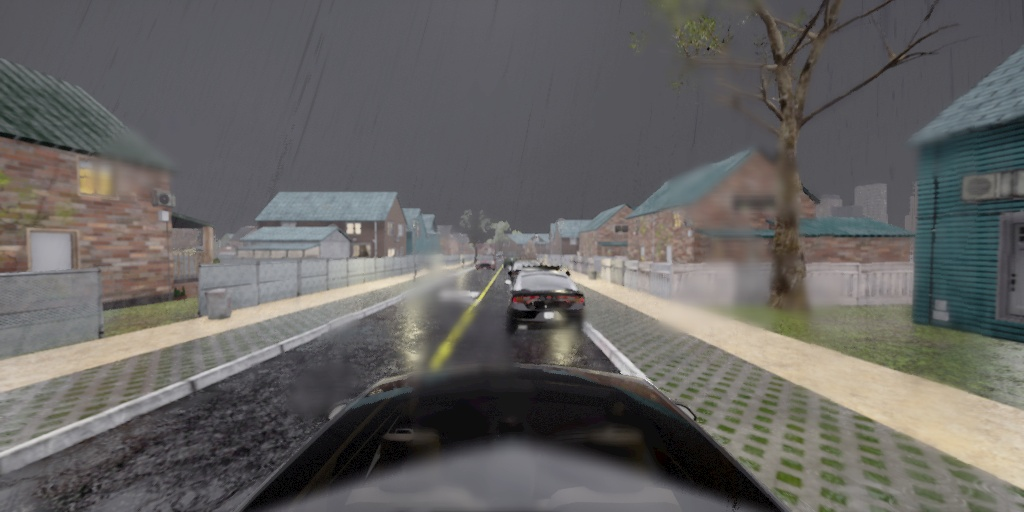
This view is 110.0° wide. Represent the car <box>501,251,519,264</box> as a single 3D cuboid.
[{"bbox_3d":[0.020,0.483,47.047,2.150,2.045,5.566,0,1,0],"label":"car"}]

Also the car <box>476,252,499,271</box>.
[{"bbox_3d":[-2.843,0.680,40.004,2.097,1.767,4.553,0,1,0],"label":"car"}]

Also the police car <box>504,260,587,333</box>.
[{"bbox_3d":[0.825,1.070,10.445,1.930,1.638,5.238,0,1,0],"label":"police car"}]

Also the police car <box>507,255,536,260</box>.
[{"bbox_3d":[0.825,0.957,20.446,1.930,1.638,5.238,0,1,0],"label":"police car"}]
